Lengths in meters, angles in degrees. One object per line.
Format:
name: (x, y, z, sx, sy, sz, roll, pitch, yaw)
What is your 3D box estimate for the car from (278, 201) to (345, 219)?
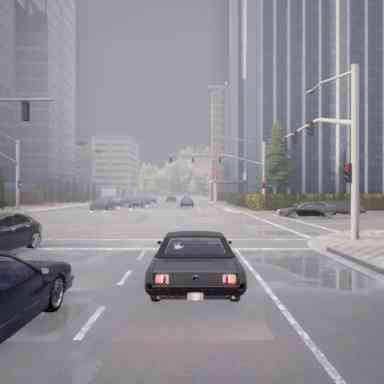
car: (9.735, 1.491, 28.068, 4.902, 1.511, 2.128, 0, 0, -1)

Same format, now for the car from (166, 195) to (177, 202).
car: (-4.724, 1.500, 74.614, 1.837, 1.490, 4.892, 0, 0, -1)

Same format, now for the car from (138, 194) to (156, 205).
car: (-8.033, 1.547, 57.370, 2.033, 1.411, 5.357, 0, 0, -1)

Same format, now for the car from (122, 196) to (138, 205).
car: (-11.602, 1.547, 62.536, 2.033, 1.411, 5.357, 0, 0, -1)

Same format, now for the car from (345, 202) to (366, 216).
car: (13.581, 1.547, 31.639, 5.357, 1.411, 2.033, 0, 0, -3)

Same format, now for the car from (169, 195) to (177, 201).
car: (-4.891, 1.524, 84.781, 1.812, 1.442, 4.674, 0, 0, -1)

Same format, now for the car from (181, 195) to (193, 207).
car: (-0.785, 1.564, 52.279, 1.994, 1.385, 4.181, 0, 0, -1)

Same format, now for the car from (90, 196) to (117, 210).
car: (-11.308, 1.352, 42.144, 2.097, 1.767, 4.553, 0, 0, -1)

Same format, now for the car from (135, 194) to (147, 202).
car: (-11.768, 1.266, 76.849, 2.097, 1.767, 4.553, 0, 0, -1)

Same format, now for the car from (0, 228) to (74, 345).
car: (-3.436, 1.547, 4.634, 2.033, 1.411, 5.357, 0, 0, 0)

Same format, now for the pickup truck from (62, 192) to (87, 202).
pickup truck: (-24.773, 1.059, 69.285, 2.390, 2.098, 6.274, 0, 0, 30)

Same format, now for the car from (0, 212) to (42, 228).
car: (-7.074, 1.505, 11.643, 1.837, 1.490, 4.892, -1, 0, 2)

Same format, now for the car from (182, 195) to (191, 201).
car: (-1.392, 1.540, 84.850, 2.033, 1.411, 5.357, 0, 0, -1)

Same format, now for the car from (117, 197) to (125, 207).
car: (-11.453, 1.526, 51.042, 1.812, 1.442, 4.674, 0, 0, -1)

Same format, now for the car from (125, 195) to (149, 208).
car: (-7.894, 1.564, 48.064, 1.994, 1.385, 4.181, 0, 0, -1)

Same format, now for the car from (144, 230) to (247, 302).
car: (0.066, 1.601, 8.230, 1.895, 1.301, 4.718, 0, 0, 0)
